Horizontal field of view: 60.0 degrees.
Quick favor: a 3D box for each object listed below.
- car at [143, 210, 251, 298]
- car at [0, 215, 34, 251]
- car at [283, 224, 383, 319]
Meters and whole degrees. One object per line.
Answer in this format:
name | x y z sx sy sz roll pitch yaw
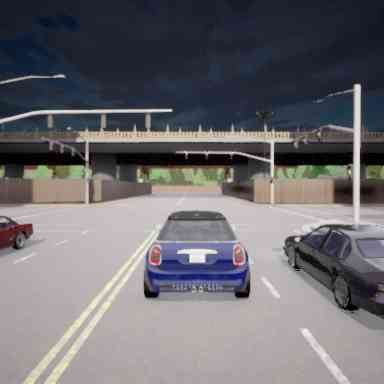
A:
car | 0.099 1.218 8.324 2.097 1.767 4.553 0 1 0
car | -7.001 1.432 10.523 1.895 1.301 4.718 0 1 0
car | 3.600 1.428 7.366 2.033 1.411 5.357 0 1 0
